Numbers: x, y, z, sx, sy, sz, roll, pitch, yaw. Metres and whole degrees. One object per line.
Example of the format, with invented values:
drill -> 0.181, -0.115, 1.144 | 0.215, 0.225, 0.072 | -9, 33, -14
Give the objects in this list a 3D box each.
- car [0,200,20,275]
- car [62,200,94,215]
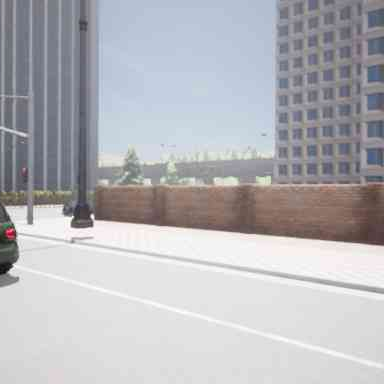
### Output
car -> -6.820, 1.140, 8.847 | 5.566, 2.045, 2.150 | 1, 0, 35
car -> -9.552, 1.368, 30.144 | 1.994, 1.385, 4.181 | 1, 0, 35
